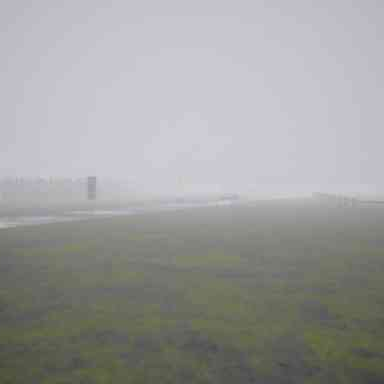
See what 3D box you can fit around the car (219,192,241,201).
[{"bbox_3d":[6.573,0.739,56.739,2.033,1.411,5.357,0,1,31],"label":"car"}]
